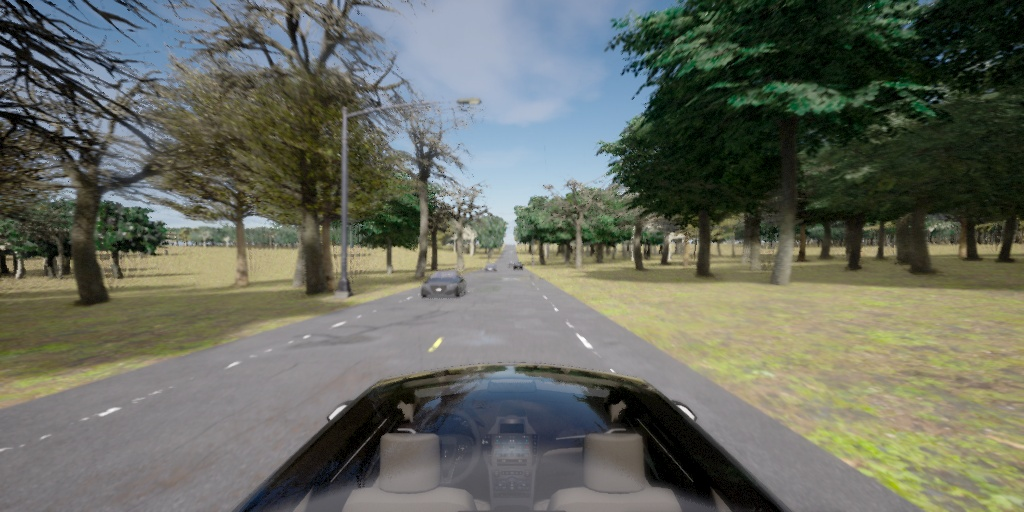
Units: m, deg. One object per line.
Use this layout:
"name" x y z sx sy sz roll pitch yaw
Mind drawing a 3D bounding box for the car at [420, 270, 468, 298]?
"car" -3.601 1.484 19.584 1.994 1.385 4.181 0 -1 0

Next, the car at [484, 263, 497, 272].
"car" -3.544 1.932 60.216 1.812 1.442 4.674 0 -1 1
